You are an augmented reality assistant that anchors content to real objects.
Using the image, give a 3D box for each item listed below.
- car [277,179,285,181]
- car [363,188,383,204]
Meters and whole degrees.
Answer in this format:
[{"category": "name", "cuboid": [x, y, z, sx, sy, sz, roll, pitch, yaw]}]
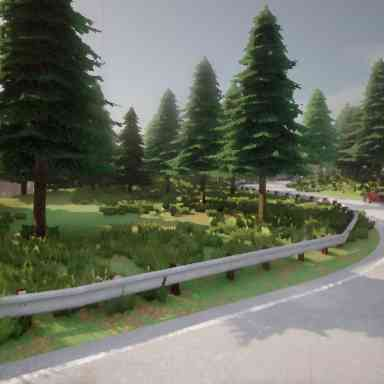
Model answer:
[{"category": "car", "cuboid": [19.310, -3.023, 68.927, 1.837, 1.490, 4.892, 0, 4, 36]}, {"category": "car", "cuboid": [15.160, 0.370, 25.342, 1.812, 1.442, 4.674, 1, 4, -8]}]
